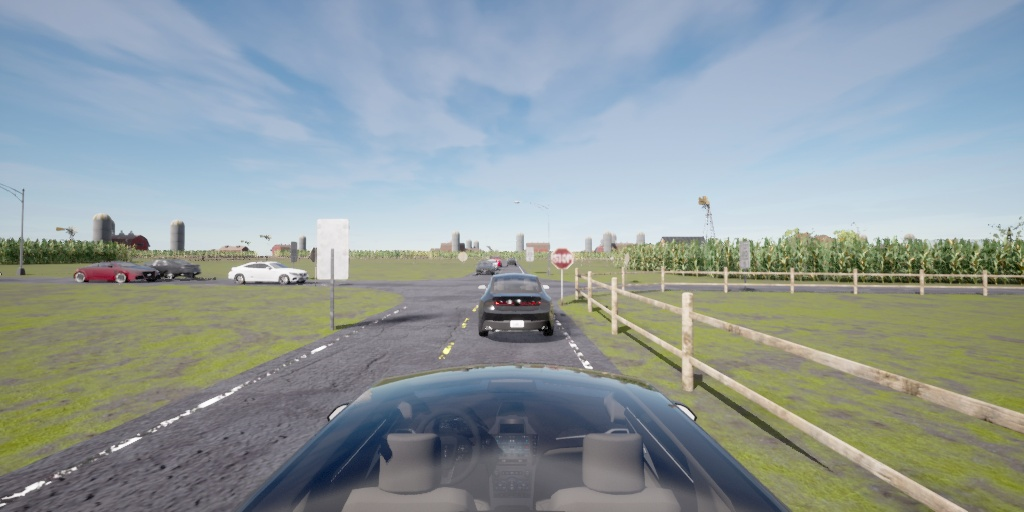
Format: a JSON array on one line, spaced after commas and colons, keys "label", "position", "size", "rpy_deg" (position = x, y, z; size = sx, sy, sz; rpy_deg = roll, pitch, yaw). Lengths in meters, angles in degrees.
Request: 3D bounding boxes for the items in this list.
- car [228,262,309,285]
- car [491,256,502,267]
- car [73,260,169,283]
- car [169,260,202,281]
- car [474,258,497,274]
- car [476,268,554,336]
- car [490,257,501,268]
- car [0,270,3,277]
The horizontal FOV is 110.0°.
[{"label": "car", "position": [-15.725, 1.095, 23.263], "size": [4.674, 1.442, 1.812], "rpy_deg": [1, -1, 2]}, {"label": "car", "position": [-2.848, 0.935, 61.708], "size": [2.150, 2.045, 5.566], "rpy_deg": [0, 0, 0]}, {"label": "car", "position": [-25.574, 1.029, 23.332], "size": [4.181, 1.385, 1.994], "rpy_deg": [1, -1, 1]}, {"label": "car", "position": [-25.664, 0.997, 26.272], "size": [4.902, 1.511, 2.128], "rpy_deg": [1, -1, 0]}, {"label": "car", "position": [-2.782, 1.244, 37.350], "size": [1.837, 1.490, 4.892], "rpy_deg": [0, 0, -3]}, {"label": "car", "position": [0.066, 1.256, 10.355], "size": [1.837, 1.490, 4.892], "rpy_deg": [0, 0, -1]}, {"label": "car", "position": [-2.874, 1.254, 49.348], "size": [1.812, 1.442, 4.674], "rpy_deg": [0, 0, 0]}, {"label": "car", "position": [-36.521, 0.860, 23.364], "size": [4.892, 1.490, 1.837], "rpy_deg": [0, -1, 0]}]
